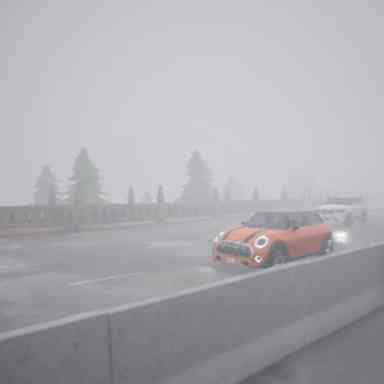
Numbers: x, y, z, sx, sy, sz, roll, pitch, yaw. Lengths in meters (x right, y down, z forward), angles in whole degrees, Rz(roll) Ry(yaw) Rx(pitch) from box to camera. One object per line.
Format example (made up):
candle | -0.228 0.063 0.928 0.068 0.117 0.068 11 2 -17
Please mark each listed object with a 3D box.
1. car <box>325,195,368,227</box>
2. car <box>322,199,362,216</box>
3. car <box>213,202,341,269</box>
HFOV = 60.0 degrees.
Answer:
car | 10.760 1.250 23.799 2.150 2.045 5.566 -1 0 43
car | 15.241 1.532 33.666 2.128 1.511 4.902 -1 0 43
car | 2.785 1.371 10.998 4.553 1.767 2.097 0 0 -42
